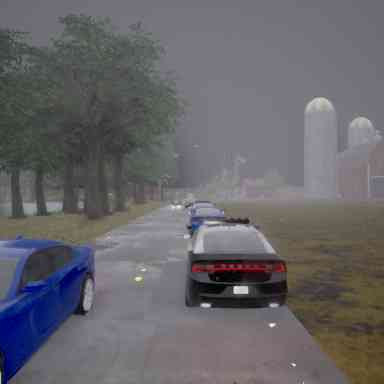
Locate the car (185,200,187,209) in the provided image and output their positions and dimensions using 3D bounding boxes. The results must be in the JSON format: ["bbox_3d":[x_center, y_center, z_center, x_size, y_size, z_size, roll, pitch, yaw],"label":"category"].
[{"bbox_3d":[-0.054,1.706,47.076,1.895,1.301,4.718,0,0,1],"label":"car"}]

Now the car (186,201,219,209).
[{"bbox_3d":[0.794,1.490,18.010,1.882,1.535,5.008,0,0,0],"label":"car"}]

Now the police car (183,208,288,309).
[{"bbox_3d":[0.811,1.429,8.119,1.930,1.638,5.238,0,0,0],"label":"police car"}]

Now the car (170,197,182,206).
[{"bbox_3d":[-2.857,1.685,60.498,2.128,1.511,4.902,0,0,0],"label":"car"}]

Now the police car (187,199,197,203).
[{"bbox_3d":[0.783,1.446,24.120,1.930,1.638,5.238,0,0,0],"label":"police car"}]

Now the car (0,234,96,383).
[{"bbox_3d":[-2.860,1.479,4.728,1.882,1.535,5.008,0,0,0],"label":"car"}]
